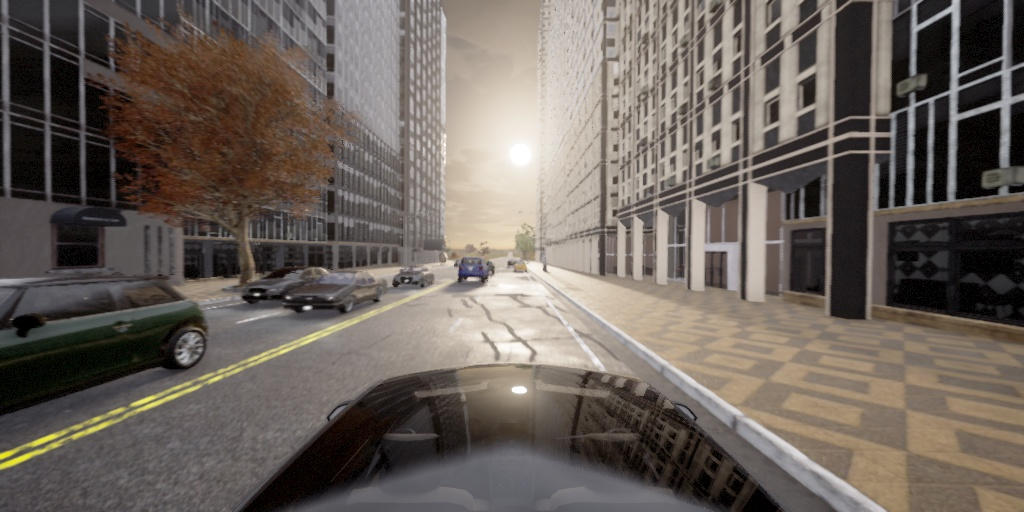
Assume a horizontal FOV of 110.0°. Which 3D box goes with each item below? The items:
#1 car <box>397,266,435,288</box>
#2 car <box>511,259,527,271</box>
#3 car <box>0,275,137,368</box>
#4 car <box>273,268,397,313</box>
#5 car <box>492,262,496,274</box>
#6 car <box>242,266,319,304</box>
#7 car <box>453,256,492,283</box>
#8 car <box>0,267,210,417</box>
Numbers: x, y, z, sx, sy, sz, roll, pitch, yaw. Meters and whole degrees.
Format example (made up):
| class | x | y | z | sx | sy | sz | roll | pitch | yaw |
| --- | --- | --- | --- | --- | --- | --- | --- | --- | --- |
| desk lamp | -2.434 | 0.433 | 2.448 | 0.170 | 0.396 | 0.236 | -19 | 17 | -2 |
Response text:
| class | x | y | z | sx | sy | sz | roll | pitch | yaw |
| --- | --- | --- | --- | --- | --- | --- | --- | --- | --- |
| car | -6.530 | 1.351 | 24.257 | 1.994 | 1.385 | 4.181 | 0 | 0 | 1 |
| car | 1.201 | 1.390 | 51.678 | 1.801 | 1.575 | 5.366 | 0 | 0 | 0 |
| car | -9.846 | 1.202 | 6.074 | 1.837 | 1.490 | 4.892 | 0 | 0 | 0 |
| car | -6.580 | 1.298 | 14.218 | 2.033 | 1.411 | 5.357 | 0 | 0 | 0 |
| car | -3.094 | 1.230 | 43.765 | 2.097 | 1.767 | 4.553 | 0 | 0 | -1 |
| car | -9.824 | 1.240 | 16.249 | 1.837 | 1.490 | 4.892 | 0 | 0 | 0 |
| car | -3.115 | 1.055 | 29.642 | 2.150 | 2.045 | 5.566 | 0 | 0 | 0 |
| car | -6.597 | 1.066 | 4.613 | 2.097 | 1.767 | 4.553 | 0 | 0 | 0 |
